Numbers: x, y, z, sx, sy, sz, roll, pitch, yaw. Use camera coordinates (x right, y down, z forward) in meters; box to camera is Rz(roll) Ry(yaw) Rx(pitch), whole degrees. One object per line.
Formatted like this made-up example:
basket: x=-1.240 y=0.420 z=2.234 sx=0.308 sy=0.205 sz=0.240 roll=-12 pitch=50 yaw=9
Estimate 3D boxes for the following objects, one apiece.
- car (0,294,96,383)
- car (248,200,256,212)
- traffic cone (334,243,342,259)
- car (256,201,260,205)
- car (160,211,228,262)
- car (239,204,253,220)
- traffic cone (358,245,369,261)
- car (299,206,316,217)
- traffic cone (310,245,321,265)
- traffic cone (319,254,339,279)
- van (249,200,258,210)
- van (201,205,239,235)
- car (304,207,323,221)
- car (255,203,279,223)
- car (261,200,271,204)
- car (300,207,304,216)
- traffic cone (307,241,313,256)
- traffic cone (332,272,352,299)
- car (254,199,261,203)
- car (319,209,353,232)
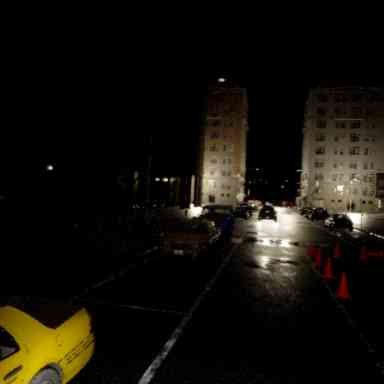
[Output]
car: x=-2.383 y=1.423 z=1.993 sx=1.752 sy=1.417 sz=4.829 roll=2 pitch=-1 yaw=14
car: x=6.402 y=2.166 z=40.686 sx=1.967 sy=1.590 sz=4.097 roll=3 pitch=-1 yaw=13
traffic cone: x=5.978 y=2.411 z=13.704 sx=0.340 sy=0.580 sz=0.340 roll=3 pitch=-1 yaw=13
car: x=10.137 y=2.626 z=57.182 sx=1.947 sy=1.339 sz=4.313 roll=3 pitch=-1 yaw=13
car: x=0.124 y=1.670 z=13.022 sx=1.752 sy=1.417 sz=4.829 roll=3 pitch=-1 yaw=13
car: x=5.148 y=2.196 z=35.185 sx=1.802 sy=1.307 sz=4.206 roll=3 pitch=-1 yaw=13
traffic cone: x=6.951 y=2.459 z=13.482 sx=0.340 sy=0.580 sz=0.340 roll=3 pitch=-1 yaw=13
car: x=17.189 y=2.904 z=49.767 sx=1.887 sy=1.381 sz=4.507 roll=3 pitch=-1 yaw=13
traffic cone: x=4.562 y=2.320 z=11.976 sx=0.340 sy=0.580 sz=0.340 roll=3 pitch=-1 yaw=13
traffic cone: x=4.119 y=2.277 z=10.025 sx=0.340 sy=0.580 sz=0.340 roll=3 pitch=-1 yaw=13
van: x=12.643 y=2.622 z=68.184 sx=1.690 sy=1.788 sz=3.998 roll=3 pitch=-1 yaw=13
van: x=1.419 y=1.610 z=18.690 sx=1.690 sy=1.788 sz=3.998 roll=3 pitch=-1 yaw=13
car: x=14.700 y=2.577 z=38.770 sx=1.967 sy=1.590 sz=4.097 roll=3 pitch=-1 yaw=13
car: x=7.794 y=2.247 z=34.281 sx=1.837 sy=1.490 sz=4.892 roll=3 pitch=-1 yaw=13
car: x=15.692 y=2.934 z=68.753 sx=2.128 sy=1.511 sz=4.902 roll=3 pitch=-1 yaw=13
car: x=15.940 y=2.830 z=44.268 sx=1.802 sy=1.307 sz=4.206 roll=3 pitch=-1 yaw=13
traffic cone: x=5.004 y=2.362 z=13.926 sx=0.340 sy=0.580 sz=0.340 roll=3 pitch=-1 yaw=13
traffic cone: x=3.678 y=2.234 z=8.076 sx=0.340 sy=0.580 sz=0.340 roll=3 pitch=-1 yaw=13
car: x=11.397 y=2.487 z=62.684 sx=2.192 sy=1.841 sz=5.009 roll=3 pitch=-1 yaw=13
car: x=12.201 y=2.462 z=27.773 sx=2.008 sy=1.369 sz=4.403 roll=3 pitch=-1 yaw=13
